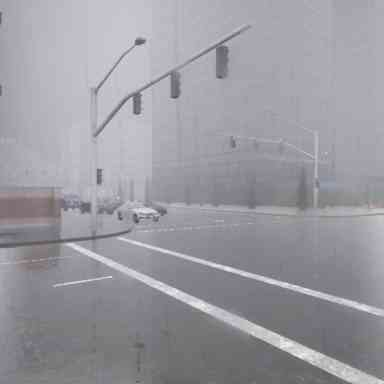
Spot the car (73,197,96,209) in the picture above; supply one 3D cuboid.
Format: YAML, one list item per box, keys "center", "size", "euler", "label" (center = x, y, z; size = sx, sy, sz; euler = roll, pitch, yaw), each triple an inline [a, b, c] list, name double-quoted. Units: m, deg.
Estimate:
- center: [-15.406, 1.526, 47.447]
  size: [1.812, 1.442, 4.674]
  euler: [0, 0, -35]
  label: "car"

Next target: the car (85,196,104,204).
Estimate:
- center: [-19.014, 1.492, 64.832]
  size: [2.128, 1.511, 4.902]
  euler: [0, 0, -36]
  label: "car"

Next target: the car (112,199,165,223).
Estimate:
- center: [-4.294, 1.526, 25.887]
  size: [1.812, 1.442, 4.674]
  euler: [0, 0, -36]
  label: "car"

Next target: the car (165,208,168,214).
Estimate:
- center: [-4.402, 1.547, 32.049]
  size: [2.033, 1.411, 5.357]
  euler: [0, 0, -36]
  label: "car"

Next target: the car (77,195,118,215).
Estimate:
- center: [-9.518, 1.352, 33.187]
  size: [2.097, 1.767, 4.553]
  euler: [0, 0, -36]
  label: "car"

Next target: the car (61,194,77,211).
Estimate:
- center: [-15.112, 1.221, 41.003]
  size: [2.150, 2.045, 5.566]
  euler: [0, 0, -36]
  label: "car"

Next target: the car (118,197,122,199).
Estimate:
- center: [-9.779, 1.352, 39.563]
  size: [2.097, 1.767, 4.553]
  euler: [0, 0, -36]
  label: "car"

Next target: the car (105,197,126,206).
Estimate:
- center: [-13.048, 1.526, 56.497]
  size: [1.812, 1.442, 4.674]
  euler: [0, 0, -36]
  label: "car"
